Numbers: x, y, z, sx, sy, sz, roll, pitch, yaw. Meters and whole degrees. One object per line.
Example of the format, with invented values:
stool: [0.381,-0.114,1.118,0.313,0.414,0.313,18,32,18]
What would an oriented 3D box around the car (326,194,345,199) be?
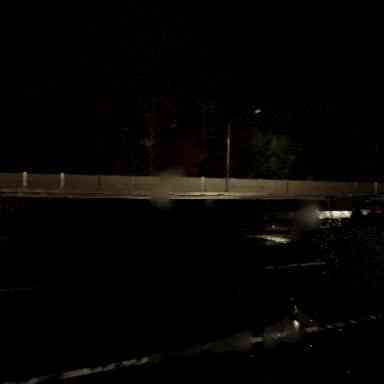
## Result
car: [20.173,0.958,44.504,4.902,1.511,2.128,1,1,-21]

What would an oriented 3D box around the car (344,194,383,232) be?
car: [11.040,1.153,18.252,4.553,1.767,2.097,1,1,-22]
